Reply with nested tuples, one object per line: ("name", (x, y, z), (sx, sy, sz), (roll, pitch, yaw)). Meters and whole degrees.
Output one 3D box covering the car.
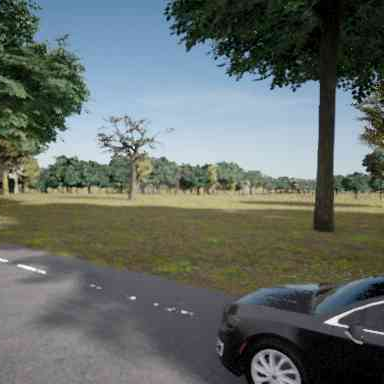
("car", (2.571, 1.535, 3.293), (4.892, 1.490, 1.837), (2, 1, 35))
